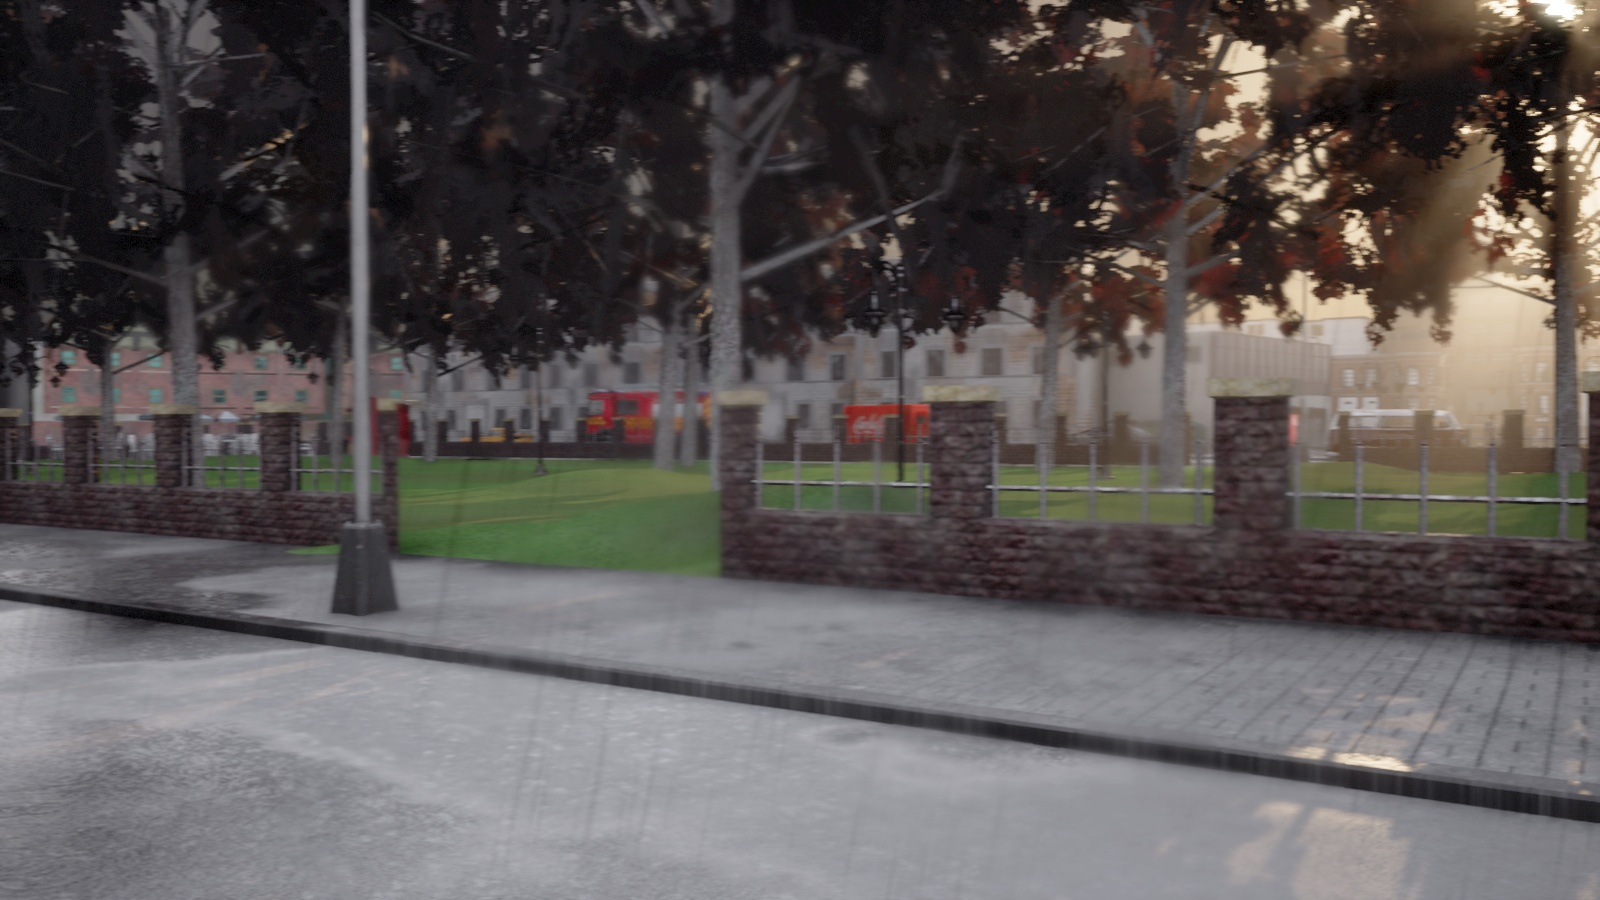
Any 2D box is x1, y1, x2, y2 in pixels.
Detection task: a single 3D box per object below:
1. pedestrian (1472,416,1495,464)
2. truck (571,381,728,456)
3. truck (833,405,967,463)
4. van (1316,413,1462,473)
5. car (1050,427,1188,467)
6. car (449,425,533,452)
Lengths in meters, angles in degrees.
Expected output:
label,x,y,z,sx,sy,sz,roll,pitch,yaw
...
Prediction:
label,x,y,z,sx,sy,sz,roll,pitch,yaw
pedestrian,27.800,-0.399,51.087,0.788,1.949,0.423,1,1,28
truck,-8.198,-1.683,67.890,8.468,3.827,2.891,1,1,32
truck,4.384,-0.731,55.247,5.204,2.467,2.627,1,1,32
van,20.981,-0.278,44.775,4.480,2.038,2.069,1,1,32
car,12.693,-0.166,50.017,4.902,1.511,2.128,1,1,32
car,-18.273,-0.688,74.258,5.008,1.535,1.882,1,1,32
